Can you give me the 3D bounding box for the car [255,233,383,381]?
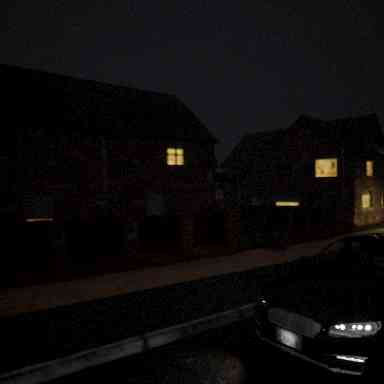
[{"bbox_3d":[3.107,1.500,5.490,4.902,1.511,2.128,0,0,-37],"label":"car"}]
